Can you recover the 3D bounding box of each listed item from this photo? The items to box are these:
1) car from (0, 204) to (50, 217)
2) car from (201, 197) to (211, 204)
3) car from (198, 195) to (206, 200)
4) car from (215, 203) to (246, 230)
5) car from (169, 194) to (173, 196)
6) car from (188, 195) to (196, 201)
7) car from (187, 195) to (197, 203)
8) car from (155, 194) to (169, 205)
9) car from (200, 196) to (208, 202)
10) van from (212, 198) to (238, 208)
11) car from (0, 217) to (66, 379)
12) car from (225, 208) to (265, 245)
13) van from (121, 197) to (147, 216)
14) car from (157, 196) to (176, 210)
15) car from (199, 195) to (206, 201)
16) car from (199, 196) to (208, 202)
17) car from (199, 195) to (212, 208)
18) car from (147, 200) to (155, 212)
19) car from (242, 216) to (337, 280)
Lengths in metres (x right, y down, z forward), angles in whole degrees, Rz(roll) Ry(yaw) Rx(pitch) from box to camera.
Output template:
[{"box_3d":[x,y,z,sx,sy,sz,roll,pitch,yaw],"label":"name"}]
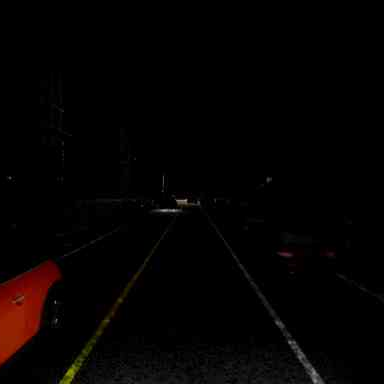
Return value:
[{"box_3d":[-5.766,1.331,9.715,2.192,1.841,5.009,0,0,0],"label":"car"},{"box_3d":[2.764,1.662,66.124,1.947,1.339,4.313,0,0,0],"label":"car"},{"box_3d":[2.766,1.667,94.328,2.008,1.369,4.403,0,0,0],"label":"car"},{"box_3d":[2.761,1.599,20.999,1.947,1.339,4.313,0,0,0],"label":"car"},{"box_3d":[-5.761,1.667,71.764,1.947,1.339,4.313,0,0,0],"label":"car"},{"box_3d":[0.005,1.503,88.547,2.128,1.511,4.902,0,0,0],"label":"car"},{"box_3d":[0.004,1.568,69.234,1.812,1.442,4.674,0,0,0],"label":"car"},{"box_3d":[-5.762,1.530,60.482,1.967,1.590,4.097,0,0,0],"label":"car"},{"box_3d":[2.765,1.632,77.575,1.752,1.417,4.829,0,0,0],"label":"car"},{"box_3d":[2.761,1.383,26.640,1.690,1.788,3.998,0,0,0],"label":"van"},{"box_3d":[-3.099,1.358,3.505,2.097,1.767,4.553,0,0,0],"label":"car"},{"box_3d":[2.761,1.607,15.358,1.802,1.307,4.206,0,0,0],"label":"car"},{"box_3d":[-5.764,1.391,32.278,1.690,1.788,3.998,0,0,0],"label":"van"},{"box_3d":[-3.088,1.616,45.050,2.033,1.411,5.357,0,0,0],"label":"car"},{"box_3d":[2.766,1.554,88.688,1.967,1.590,4.097,0,0,0],"label":"car"},{"box_3d":[2.765,1.661,83.046,2.008,1.369,4.403,0,0,0],"label":"car"},{"box_3d":[2.363,1.555,50.938,1.882,1.535,5.008,0,0,0],"label":"car"},{"box_3d":[-5.763,1.603,37.918,1.887,1.381,4.507,0,0,0],"label":"car"},{"box_3d":[2.761,1.598,9.717,1.802,1.307,4.206,0,0,0],"label":"car"}]
